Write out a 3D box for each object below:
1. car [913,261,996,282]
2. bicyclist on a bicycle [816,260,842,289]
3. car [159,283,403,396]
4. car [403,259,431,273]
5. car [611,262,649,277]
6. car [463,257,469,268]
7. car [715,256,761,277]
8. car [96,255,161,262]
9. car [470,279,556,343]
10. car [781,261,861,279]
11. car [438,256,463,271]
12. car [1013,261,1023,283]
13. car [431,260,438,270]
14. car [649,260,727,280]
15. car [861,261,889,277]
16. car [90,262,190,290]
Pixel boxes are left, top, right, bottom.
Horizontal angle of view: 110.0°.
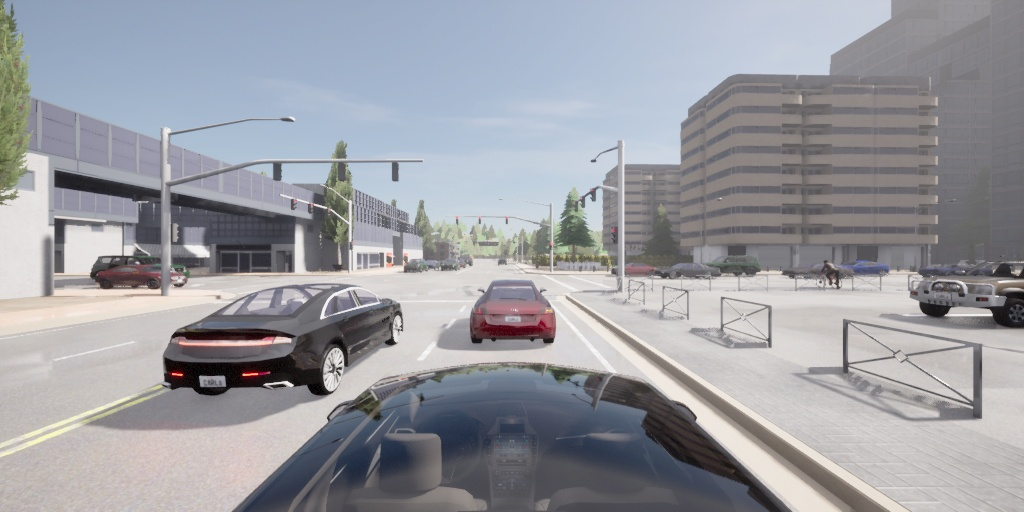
[{"bbox_3d":[39.244,1.351,31.898,4.718,1.301,1.895,0,0,-1],"label":"car"},{"bbox_3d":[17.920,1.052,20.297,0.582,1.620,1.656,0,0,-2],"label":"bicyclist on a bicycle"},{"bbox_3d":[-3.476,1.242,6.585,2.128,1.511,4.902,0,0,0],"label":"car"},{"bbox_3d":[-11.785,1.102,44.132,2.097,1.767,4.553,0,0,0],"label":"car"},{"bbox_3d":[11.734,1.313,34.600,4.181,1.385,1.994,0,0,-2],"label":"car"},{"bbox_3d":[-8.642,1.313,59.006,1.994,1.385,4.181,0,0,-1],"label":"car"},{"bbox_3d":[21.077,0.971,34.884,5.566,2.045,2.150,0,0,-2],"label":"car"},{"bbox_3d":[-26.453,0.971,25.594,5.566,2.045,2.150,0,0,-1],"label":"car"},{"bbox_3d":[0.009,1.314,9.644,1.994,1.385,4.181,0,0,0],"label":"car"},{"bbox_3d":[26.888,1.297,31.558,5.357,1.411,2.033,0,0,-2],"label":"car"},{"bbox_3d":[-8.370,1.102,49.024,2.097,1.767,4.553,0,0,-1],"label":"car"},{"bbox_3d":[43.291,1.314,28.395,4.181,1.385,1.994,0,0,-1],"label":"car"},{"bbox_3d":[-12.007,1.297,53.612,2.033,1.411,5.357,0,0,-2],"label":"car"},{"bbox_3d":[15.225,1.297,31.204,5.357,1.411,2.033,0,0,-2],"label":"car"},{"bbox_3d":[34.027,1.227,35.261,5.008,1.535,1.882,0,0,-2],"label":"car"},{"bbox_3d":[-22.895,1.276,22.199,4.674,1.442,1.812,0,0,0],"label":"car"}]
